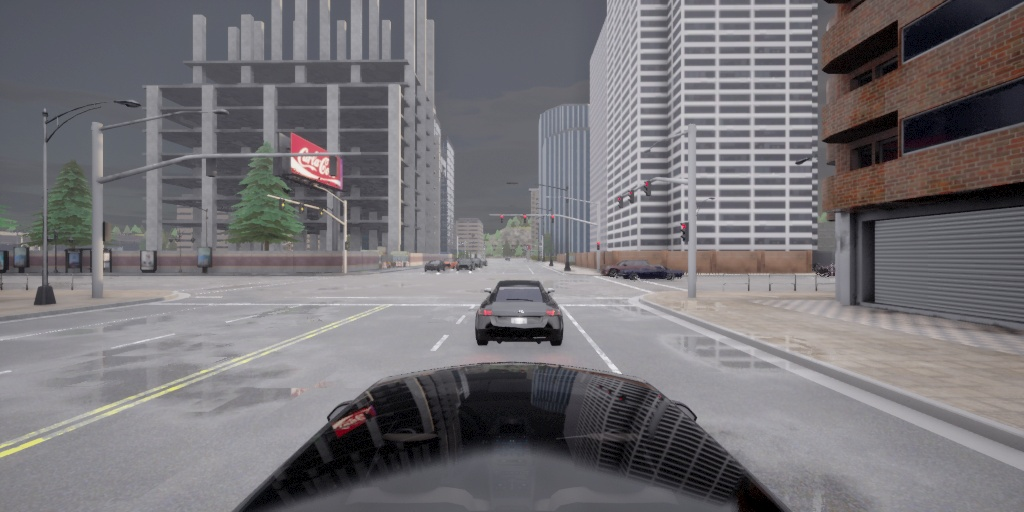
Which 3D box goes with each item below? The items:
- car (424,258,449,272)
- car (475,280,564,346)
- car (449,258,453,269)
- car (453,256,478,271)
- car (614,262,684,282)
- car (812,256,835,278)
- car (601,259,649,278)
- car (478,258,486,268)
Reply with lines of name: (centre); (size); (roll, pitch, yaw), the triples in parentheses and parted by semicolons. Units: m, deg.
car: (-9.811, 1.228, 45.995); (1.882, 1.535, 5.008); (0, 0, 1)
car: (0.194, 1.314, 9.452); (1.994, 1.385, 4.181); (0, 0, 1)
car: (-9.640, 1.102, 55.026); (2.097, 1.767, 4.553); (0, 0, 1)
car: (-6.253, 1.102, 48.848); (2.097, 1.767, 4.553); (0, 0, 1)
car: (11.088, 1.351, 28.915); (4.718, 1.301, 1.895); (0, 0, 1)
car: (30.076, 1.102, 32.148); (4.553, 1.767, 2.097); (0, 0, 1)
car: (10.445, 1.102, 32.513); (4.553, 1.767, 2.097); (0, 0, 2)
car: (-6.056, 1.102, 59.031); (2.097, 1.767, 4.553); (0, 0, 1)
